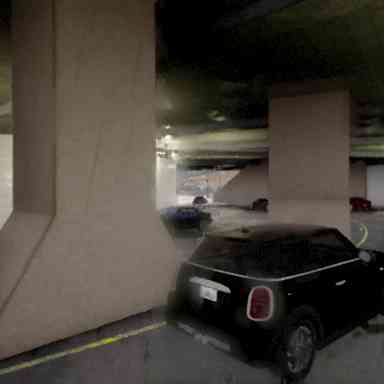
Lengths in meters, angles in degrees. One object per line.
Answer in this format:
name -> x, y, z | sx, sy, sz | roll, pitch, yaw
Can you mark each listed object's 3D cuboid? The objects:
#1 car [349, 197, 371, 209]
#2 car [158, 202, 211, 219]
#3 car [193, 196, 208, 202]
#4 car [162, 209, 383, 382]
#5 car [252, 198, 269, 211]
car -> 18.539, 1.293, 38.302 | 1.882, 1.535, 5.008 | 0, -1, -3
car -> -0.855, 1.521, 18.304 | 2.033, 1.411, 5.357 | 0, 0, 35
car -> 1.401, 1.415, 57.213 | 1.812, 1.442, 4.674 | 0, 0, -10
car -> 1.817, 1.331, 5.734 | 4.553, 1.767, 2.097 | 0, 0, -41
car -> 8.006, 1.409, 37.290 | 1.812, 1.442, 4.674 | 0, 0, -4
